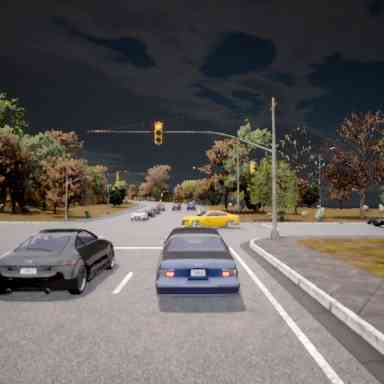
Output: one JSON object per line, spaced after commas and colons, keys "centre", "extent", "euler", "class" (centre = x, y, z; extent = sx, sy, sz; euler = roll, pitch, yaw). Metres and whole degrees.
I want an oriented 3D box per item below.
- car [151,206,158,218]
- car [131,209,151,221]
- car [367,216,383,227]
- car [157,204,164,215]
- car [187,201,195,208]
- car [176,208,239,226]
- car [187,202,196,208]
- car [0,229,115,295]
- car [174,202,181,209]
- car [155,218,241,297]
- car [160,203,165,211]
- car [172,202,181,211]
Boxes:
{"centre": [-7.234, 3.538, 55.235], "extent": [1.895, 1.301, 4.718], "euler": [0, -1, 0], "class": "car"}
{"centre": [-7.227, 3.202, 46.216], "extent": [1.812, 1.442, 4.674], "euler": [0, -2, 0], "class": "car"}
{"centre": [18.723, 2.484, 29.878], "extent": [5.357, 1.411, 2.033], "euler": [0, -3, -3], "class": "car"}
{"centre": [-7.208, 3.615, 64.982], "extent": [2.033, 1.411, 5.357], "euler": [0, 0, 0], "class": "car"}
{"centre": [-0.326, 3.351, 87.970], "extent": [1.882, 1.535, 5.008], "euler": [0, 0, -4], "class": "car"}
{"centre": [1.526, 2.329, 28.037], "extent": [5.008, 1.535, 1.882], "euler": [1, -4, -19], "class": "car"}
{"centre": [-0.205, 3.406, 77.792], "extent": [2.097, 1.767, 4.553], "euler": [0, 0, 0], "class": "car"}
{"centre": [-3.445, 1.677, 9.021], "extent": [1.994, 1.385, 4.181], "euler": [0, -1, 0], "class": "car"}
{"centre": [-3.850, 3.536, 88.228], "extent": [1.837, 1.490, 4.892], "euler": [0, 0, -4], "class": "car"}
{"centre": [0.069, 1.658, 8.913], "extent": [2.033, 1.411, 5.357], "euler": [0, -1, -1], "class": "car"}
{"centre": [-7.197, 3.420, 75.147], "extent": [2.097, 1.767, 4.553], "euler": [0, 0, 0], "class": "car"}
{"centre": [-3.706, 3.581, 78.252], "extent": [1.812, 1.442, 4.674], "euler": [0, 0, 0], "class": "car"}
